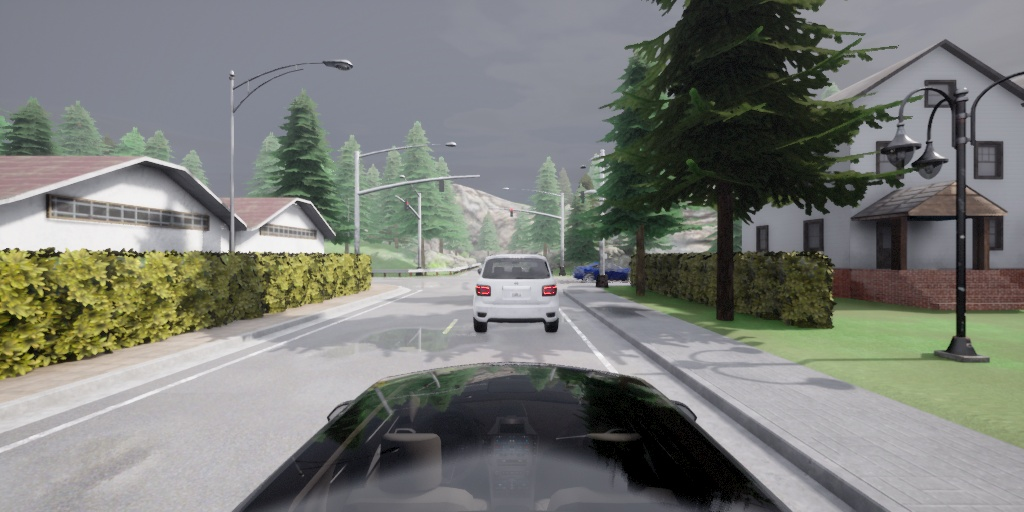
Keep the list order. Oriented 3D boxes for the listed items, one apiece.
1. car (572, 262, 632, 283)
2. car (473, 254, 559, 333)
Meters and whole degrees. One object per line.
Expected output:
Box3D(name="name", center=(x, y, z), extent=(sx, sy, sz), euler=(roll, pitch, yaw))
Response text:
Box3D(name="car", center=(7.080, 1.208, 26.965), extent=(5.008, 1.535, 1.882), euler=(0, 0, 0))
Box3D(name="car", center=(0.106, 0.970, 10.912), extent=(2.150, 2.045, 5.566), euler=(0, 0, 0))
